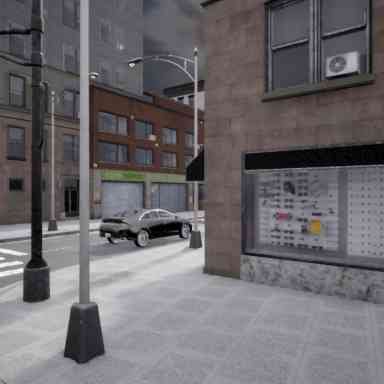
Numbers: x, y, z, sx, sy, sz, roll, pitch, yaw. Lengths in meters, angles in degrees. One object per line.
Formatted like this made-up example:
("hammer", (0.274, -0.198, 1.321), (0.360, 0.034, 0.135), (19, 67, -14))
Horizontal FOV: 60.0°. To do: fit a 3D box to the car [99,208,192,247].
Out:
("car", (-1.875, 1.459, 14.950), (2.128, 1.511, 4.902), (0, 0, 35))
